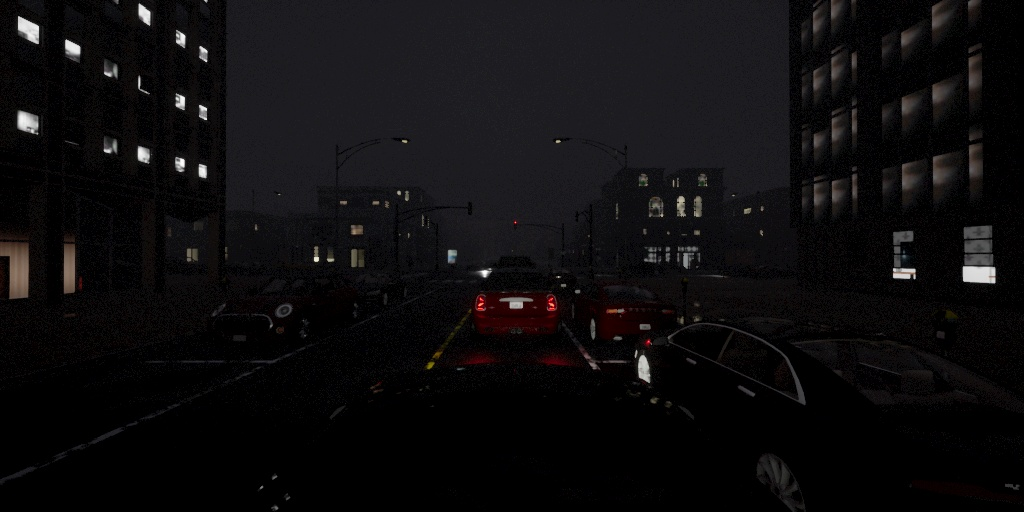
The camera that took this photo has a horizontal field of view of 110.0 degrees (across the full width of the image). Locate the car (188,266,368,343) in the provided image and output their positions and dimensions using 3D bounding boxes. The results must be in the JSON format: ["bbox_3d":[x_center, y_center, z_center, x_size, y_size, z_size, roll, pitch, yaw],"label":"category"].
[{"bbox_3d":[-5.695,1.190,9.483,1.967,1.591,4.097,0,0,0],"label":"car"}]

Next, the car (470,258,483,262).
[{"bbox_3d":[-5.721,1.338,53.254,1.802,1.307,4.207,0,0,0],"label":"car"}]

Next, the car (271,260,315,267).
[{"bbox_3d":[-25.478,1.198,41.624,4.829,1.417,1.751,0,0,1],"label":"car"}]

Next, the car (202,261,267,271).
[{"bbox_3d":[-25.434,1.177,33.242,4.403,1.370,2.007,0,0,1],"label":"car"}]

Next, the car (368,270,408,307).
[{"bbox_3d":[-5.698,1.302,15.176,2.007,1.370,4.403,0,0,0],"label":"car"}]

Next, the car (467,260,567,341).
[{"bbox_3d":[0.094,1.103,10.016,2.097,1.767,4.553,0,0,0],"label":"car"}]

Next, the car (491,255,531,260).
[{"bbox_3d":[0.109,0.973,20.169,2.150,2.045,5.566,0,0,-1],"label":"car"}]

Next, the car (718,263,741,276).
[{"bbox_3d":[24.396,1.450,38.298,4.181,1.385,1.994,0,0,1],"label":"car"}]

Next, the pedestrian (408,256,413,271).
[{"bbox_3d":[-12.577,0.885,44.383,0.375,1.860,0.375,0,-1,1],"label":"pedestrian"}]

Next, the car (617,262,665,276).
[{"bbox_3d":[13.764,1.339,38.448,4.892,1.490,1.837,0,0,1],"label":"car"}]

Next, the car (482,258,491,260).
[{"bbox_3d":[-3.103,1.357,52.111,1.895,1.301,4.718,0,0,-1],"label":"car"}]

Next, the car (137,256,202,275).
[{"bbox_3d":[-30.971,0.918,33.324,5.009,1.841,2.192,0,0,1],"label":"car"}]

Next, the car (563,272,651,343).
[{"bbox_3d":[2.686,1.296,9.471,1.888,1.381,4.507,0,0,0],"label":"car"}]

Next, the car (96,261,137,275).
[{"bbox_3d":[-36.507,1.131,33.406,4.403,1.370,2.007,0,0,1],"label":"car"}]

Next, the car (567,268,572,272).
[{"bbox_3d":[2.679,1.302,20.855,2.007,1.370,4.403,0,0,0],"label":"car"}]

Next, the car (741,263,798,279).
[{"bbox_3d":[23.624,1.433,32.481,4.207,1.307,1.802,0,0,1],"label":"car"}]

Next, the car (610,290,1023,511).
[{"bbox_3d":[2.689,1.301,3.779,2.007,1.370,4.403,0,0,0],"label":"car"}]
